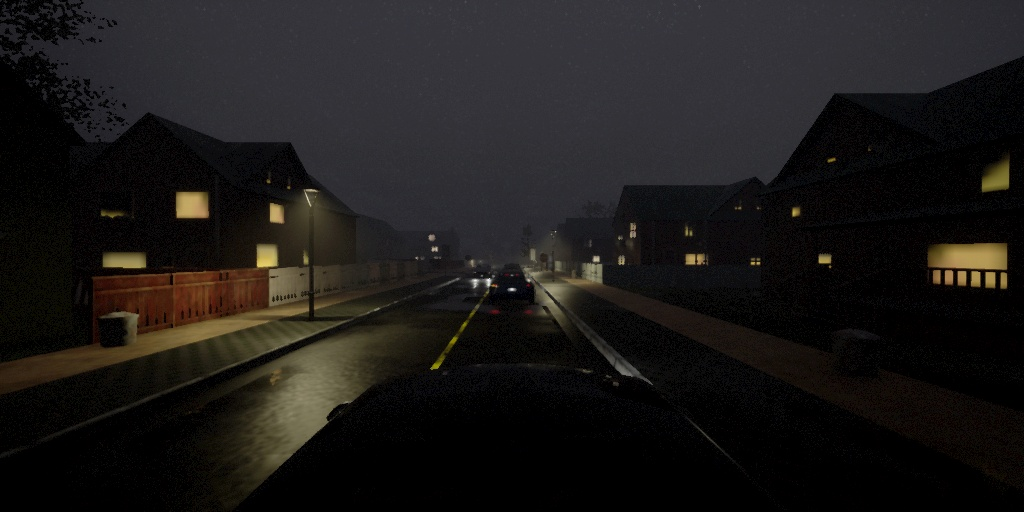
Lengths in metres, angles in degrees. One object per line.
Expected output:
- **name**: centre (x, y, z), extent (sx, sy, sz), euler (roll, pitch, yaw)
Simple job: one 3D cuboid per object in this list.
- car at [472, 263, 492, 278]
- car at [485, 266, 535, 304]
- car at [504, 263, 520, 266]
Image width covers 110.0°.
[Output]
- **car**: centre (-2.749, 1.431, 35.435), extent (2.033, 1.411, 5.357), euler (0, 0, 0)
- **car**: centre (0.000, 1.336, 16.503), extent (1.994, 1.385, 4.181), euler (0, 0, 0)
- **car**: centre (0.000, 1.329, 31.504), extent (1.837, 1.490, 4.892), euler (0, 0, 0)
